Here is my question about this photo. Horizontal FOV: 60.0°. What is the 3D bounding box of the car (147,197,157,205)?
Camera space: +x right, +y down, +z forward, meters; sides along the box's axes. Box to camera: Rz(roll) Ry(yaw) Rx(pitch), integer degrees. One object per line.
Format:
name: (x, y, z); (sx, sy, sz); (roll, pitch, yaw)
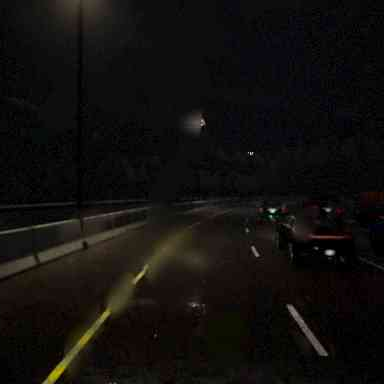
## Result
car: (-7.191, 1.701, 66.235); (1.837, 1.490, 4.892); (0, 0, 23)

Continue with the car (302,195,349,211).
car: (9.430, 1.297, 24.380); (2.150, 2.045, 5.566); (0, 0, 11)

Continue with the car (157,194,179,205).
car: (-4.097, 1.416, 64.576); (2.150, 2.045, 5.566); (0, 0, 23)

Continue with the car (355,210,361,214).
car: (12.674, 1.617, 22.758); (2.033, 1.411, 5.357); (0, 0, 11)

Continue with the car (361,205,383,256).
car: (7.522, 1.248, 10.181); (2.150, 2.045, 5.566); (0, -1, 6)

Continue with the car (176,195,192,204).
car: (-0.740, 1.792, 63.502); (1.895, 1.301, 4.718); (0, 0, 23)

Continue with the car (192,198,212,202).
car: (2.427, 1.734, 62.009); (2.033, 1.411, 5.357); (0, 0, 23)

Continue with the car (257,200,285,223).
car: (6.179, 1.430, 25.901); (2.097, 1.767, 4.553); (0, 0, 11)

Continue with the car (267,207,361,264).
car: (4.202, 1.528, 11.951); (2.128, 1.511, 4.902); (0, 0, 6)
